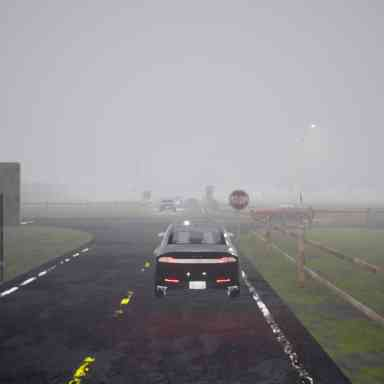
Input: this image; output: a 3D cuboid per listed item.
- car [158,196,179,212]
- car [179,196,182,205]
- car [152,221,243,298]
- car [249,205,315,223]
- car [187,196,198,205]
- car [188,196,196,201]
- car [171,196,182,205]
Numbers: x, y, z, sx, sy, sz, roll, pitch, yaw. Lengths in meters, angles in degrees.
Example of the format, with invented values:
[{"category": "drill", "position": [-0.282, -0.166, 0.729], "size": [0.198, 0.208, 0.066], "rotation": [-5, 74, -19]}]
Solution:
[{"category": "car", "position": [-2.795, 1.501, 38.938], "size": [1.837, 1.490, 4.892], "rotation": [0, 0, -1]}, {"category": "car", "position": [-2.819, 1.595, 48.863], "size": [1.895, 1.301, 4.718], "rotation": [0, 0, 0]}, {"category": "car", "position": [0.103, 1.491, 8.511], "size": [2.128, 1.511, 4.902], "rotation": [0, 0, 0]}, {"category": "car", "position": [6.935, 1.662, 26.053], "size": [4.718, 1.301, 1.895], "rotation": [0, 0, 1]}, {"category": "car", "position": [0.114, 1.470, 59.510], "size": [1.882, 1.535, 5.008], "rotation": [0, 0, 0]}, {"category": "car", "position": [0.018, 1.582, 81.493], "size": [1.895, 1.301, 4.718], "rotation": [0, 0, 0]}, {"category": "car", "position": [-2.781, 1.470, 61.213], "size": [1.882, 1.535, 5.008], "rotation": [0, 0, 0]}]
